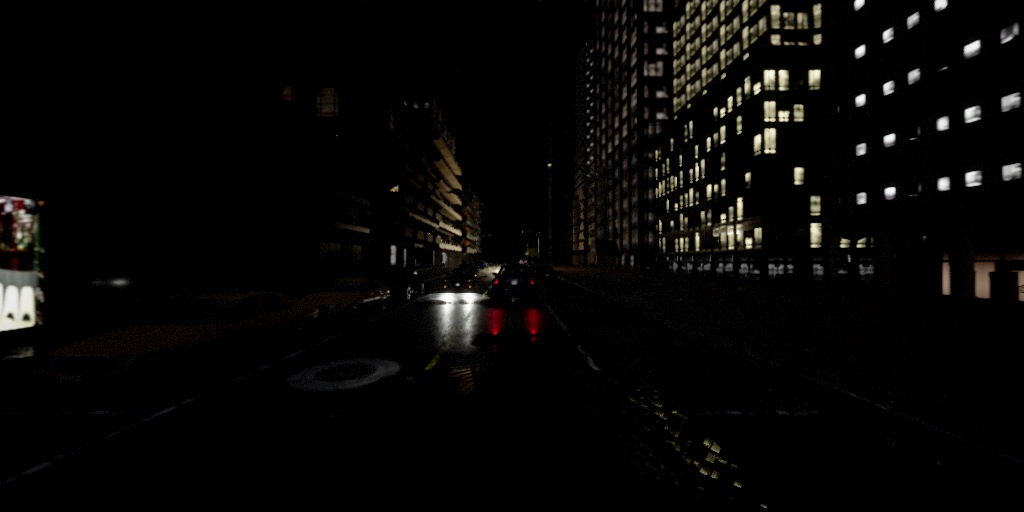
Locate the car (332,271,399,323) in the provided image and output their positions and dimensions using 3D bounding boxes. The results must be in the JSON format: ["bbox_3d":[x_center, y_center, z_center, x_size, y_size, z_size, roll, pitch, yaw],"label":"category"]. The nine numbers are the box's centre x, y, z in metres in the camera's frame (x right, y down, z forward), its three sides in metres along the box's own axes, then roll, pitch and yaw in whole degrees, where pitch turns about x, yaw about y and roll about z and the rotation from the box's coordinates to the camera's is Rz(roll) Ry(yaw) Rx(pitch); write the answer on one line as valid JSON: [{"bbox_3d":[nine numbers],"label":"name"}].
[{"bbox_3d":[-5.689,1.350,12.549,1.751,1.417,4.829,0,0,0],"label":"car"}]

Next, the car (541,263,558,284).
[{"bbox_3d":[2.691,1.509,29.285,1.948,1.339,4.313,0,0,0],"label":"car"}]

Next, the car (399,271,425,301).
[{"bbox_3d":[-5.690,1.429,18.240,1.948,1.339,4.313,0,0,0],"label":"car"}]

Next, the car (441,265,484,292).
[{"bbox_3d":[-3.098,1.457,22.388,1.994,1.385,4.181,0,0,0],"label":"car"}]

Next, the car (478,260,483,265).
[{"bbox_3d":[-5.690,1.657,51.377,1.888,1.381,4.507,0,0,0],"label":"car"}]

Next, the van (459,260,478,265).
[{"bbox_3d":[-5.690,1.410,45.854,1.690,1.789,3.998,0,0,0],"label":"van"}]

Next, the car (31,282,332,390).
[{"bbox_3d":[-5.688,1.312,7.025,1.751,1.417,4.829,0,0,0],"label":"car"}]

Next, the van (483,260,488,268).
[{"bbox_3d":[-5.691,1.539,62.421,1.690,1.789,3.998,0,0,0],"label":"van"}]

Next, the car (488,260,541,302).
[{"bbox_3d":[0.101,1.212,17.890,2.097,1.767,4.553,0,0,0],"label":"car"}]
